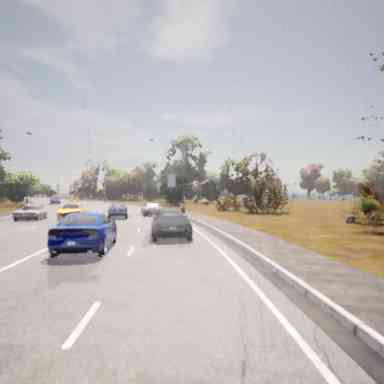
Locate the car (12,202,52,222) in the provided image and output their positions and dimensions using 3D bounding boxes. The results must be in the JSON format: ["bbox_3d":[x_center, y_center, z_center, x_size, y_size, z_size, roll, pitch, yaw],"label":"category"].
[{"bbox_3d":[-13.759,1.766,28.513,1.895,1.301,4.718,0,0,-12],"label":"car"}]

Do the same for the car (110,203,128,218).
[{"bbox_3d":[-7.028,1.718,31.482,2.033,1.411,5.357,0,0,-13],"label":"car"}]

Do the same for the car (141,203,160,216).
[{"bbox_3d":[-4.295,1.787,35.097,1.895,1.301,4.718,0,0,-13],"label":"car"}]

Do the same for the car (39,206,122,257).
[{"bbox_3d":[-4.196,1.555,13.400,1.882,1.535,5.008,0,0,-5],"label":"car"}]

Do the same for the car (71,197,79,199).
[{"bbox_3d":[-23.525,1.826,66.906,1.882,1.535,5.008,0,0,-26],"label":"car"}]

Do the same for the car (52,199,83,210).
[{"bbox_3d":[-10.148,1.637,28.208,1.882,1.535,5.008,0,0,-12],"label":"car"}]

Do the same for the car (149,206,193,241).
[{"bbox_3d":[-1.117,1.654,17.315,1.994,1.385,4.181,0,0,-7],"label":"car"}]

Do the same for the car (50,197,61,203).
[{"bbox_3d":[-27.992,1.844,68.047,1.882,1.535,5.008,0,0,-26],"label":"car"}]
